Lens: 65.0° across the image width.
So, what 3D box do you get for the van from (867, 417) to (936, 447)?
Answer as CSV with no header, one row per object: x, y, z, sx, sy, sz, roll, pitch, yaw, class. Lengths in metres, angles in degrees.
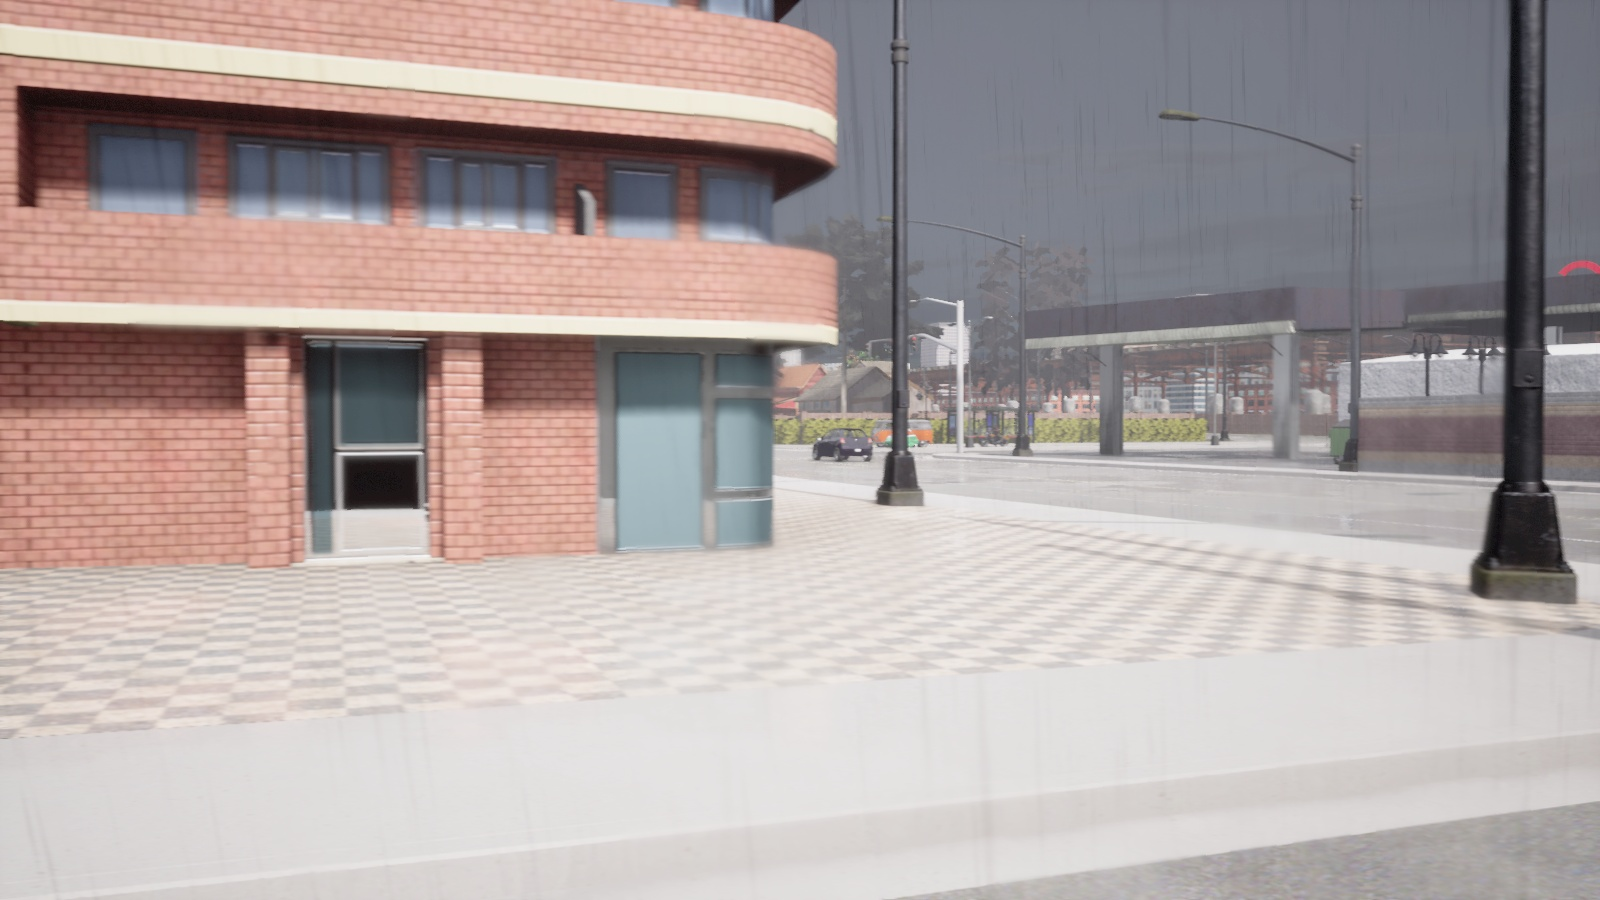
7.053,-1.271,87.268,4.442,1.987,1.775,-2,1,-21,van

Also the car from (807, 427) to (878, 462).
1.893,-0.257,57.137,1.845,1.501,3.633,-2,1,-22,car

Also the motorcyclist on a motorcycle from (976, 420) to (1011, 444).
13.872,-1.288,89.887,2.350,1.649,0.766,-2,1,-21,motorcyclist on a motorcycle

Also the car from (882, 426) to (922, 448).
6.765,-0.881,83.413,2.207,1.376,1.481,-1,1,-21,car
